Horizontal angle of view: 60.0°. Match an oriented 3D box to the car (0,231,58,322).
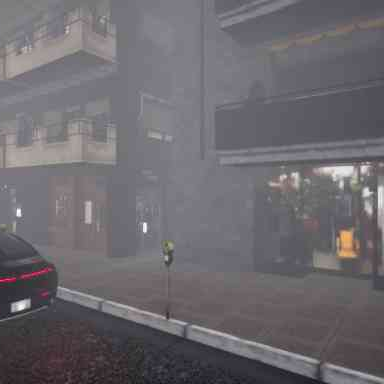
[{"bbox_3d":[-4.610,1.505,6.543,4.892,1.490,1.837,0,0,35],"label":"car"}]
